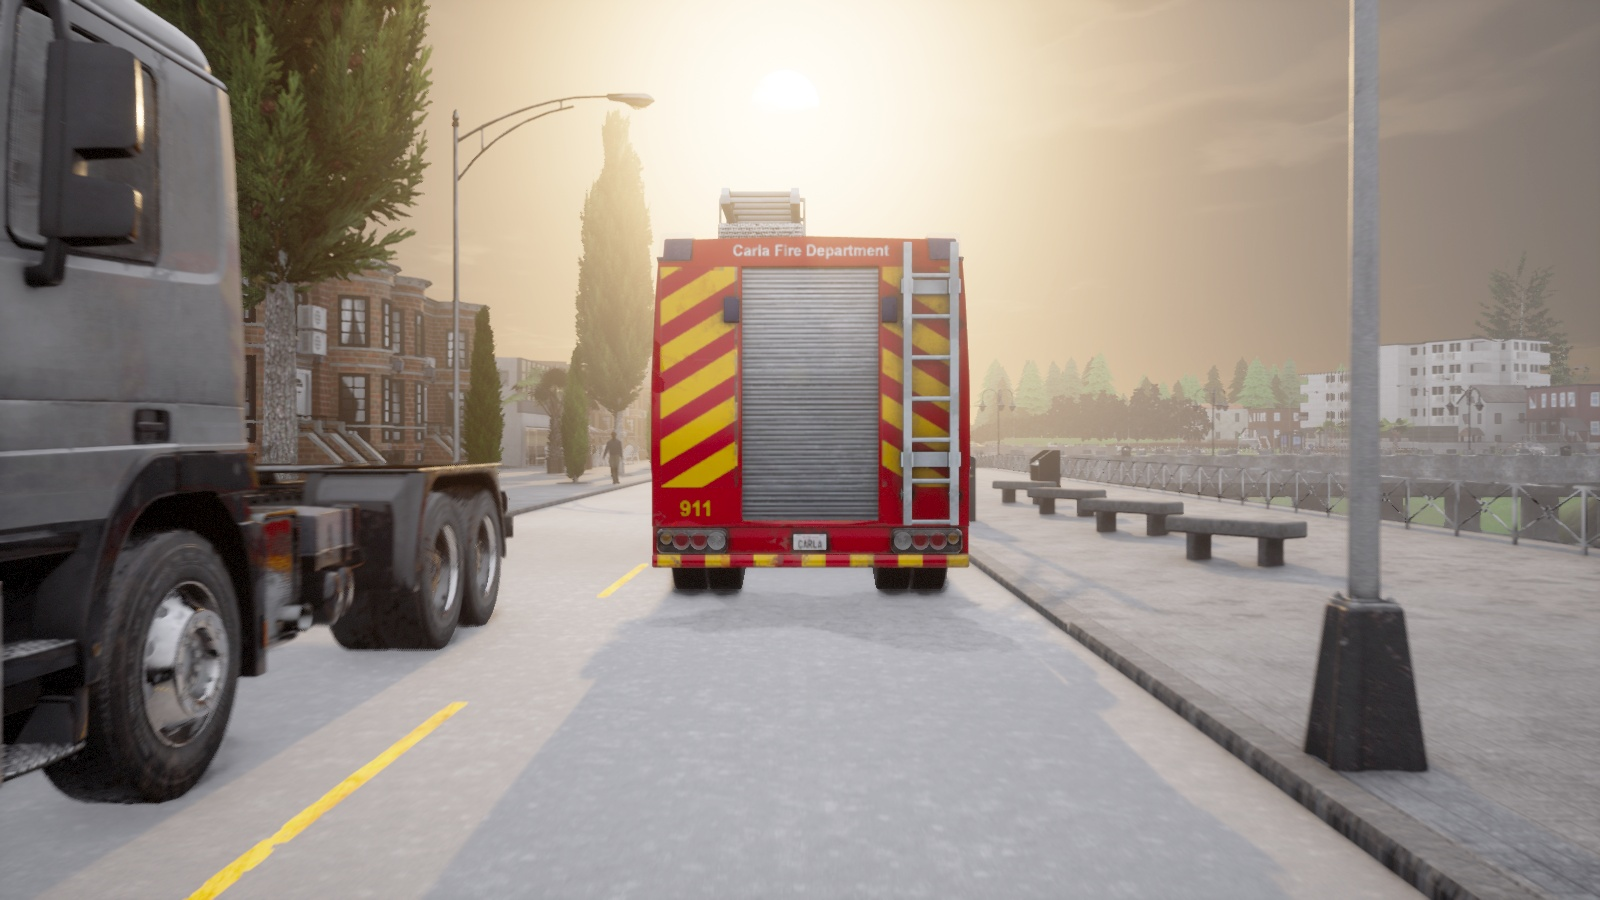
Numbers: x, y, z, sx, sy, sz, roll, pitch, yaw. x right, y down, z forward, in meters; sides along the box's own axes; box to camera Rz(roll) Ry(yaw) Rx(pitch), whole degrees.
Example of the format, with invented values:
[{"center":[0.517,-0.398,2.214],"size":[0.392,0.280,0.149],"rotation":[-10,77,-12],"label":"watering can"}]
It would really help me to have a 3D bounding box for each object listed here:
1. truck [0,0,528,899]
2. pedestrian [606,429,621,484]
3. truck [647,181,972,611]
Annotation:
[{"center":[-3.942,-0.281,7.448],"size":[2.891,3.462,7.936],"rotation":[0,0,0],"label":"truck"},{"center":[-6.234,0.214,42.071],"size":[0.370,1.835,0.726],"rotation":[0,0,2],"label":"pedestrian"},{"center":[0.106,-0.505,15.432],"size":[2.891,3.827,8.468],"rotation":[0,0,0],"label":"truck"}]
